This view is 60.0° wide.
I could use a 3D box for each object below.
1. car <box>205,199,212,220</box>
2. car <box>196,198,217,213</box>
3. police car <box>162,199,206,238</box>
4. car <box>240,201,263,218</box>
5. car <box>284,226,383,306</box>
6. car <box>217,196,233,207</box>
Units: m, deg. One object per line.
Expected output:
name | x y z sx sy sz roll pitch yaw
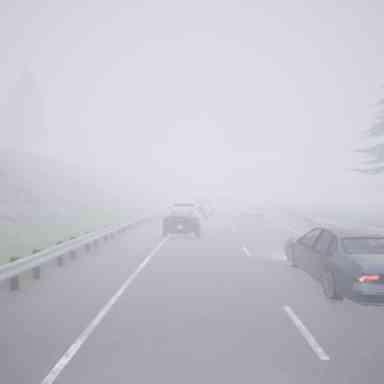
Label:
car | 0.442 1.555 27.994 1.812 1.442 4.674 0 0 6
car | 1.112 1.386 33.912 2.097 1.767 4.553 0 0 7
police car | -0.399 1.444 18.165 1.930 1.638 5.238 0 0 4
car | 5.418 1.560 30.327 1.812 1.442 4.674 0 0 6
car | 3.785 1.558 8.252 2.033 1.411 5.357 0 0 2
car | 5.051 1.409 53.126 2.097 1.767 4.553 0 0 10
